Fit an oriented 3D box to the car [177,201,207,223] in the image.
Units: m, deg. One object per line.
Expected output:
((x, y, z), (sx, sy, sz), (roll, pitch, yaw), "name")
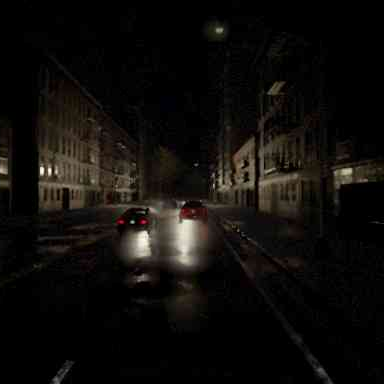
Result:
((0.090, 1.520, 27.076), (2.097, 1.767, 4.553), (0, 0, 0), "car")

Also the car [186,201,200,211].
((0.083, 1.903, 47.014), (1.895, 1.301, 4.718), (0, 0, 0), "car")

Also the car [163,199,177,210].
((-3.168, 1.800, 47.890), (2.128, 1.511, 4.902), (0, 0, 0), "car")

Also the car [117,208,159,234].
((-3.157, 1.670, 20.143), (2.033, 1.411, 5.357), (0, 0, 0), "car")
